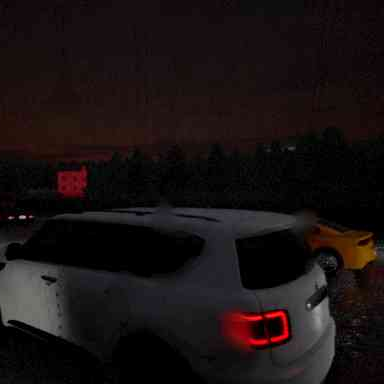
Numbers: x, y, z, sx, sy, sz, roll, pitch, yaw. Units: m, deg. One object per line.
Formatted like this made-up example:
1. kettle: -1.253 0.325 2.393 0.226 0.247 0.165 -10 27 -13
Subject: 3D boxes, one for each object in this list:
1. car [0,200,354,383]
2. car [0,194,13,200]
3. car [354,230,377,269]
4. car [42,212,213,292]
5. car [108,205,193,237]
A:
1. car: -0.991 1.224 4.700 5.566 2.045 2.150 0 0 35
2. car: -18.034 1.230 29.748 5.566 2.045 2.150 0 0 36
3. car: 2.954 1.478 10.483 5.008 1.535 1.882 0 0 35
4. car: -2.045 1.493 9.749 4.902 1.511 2.128 0 0 35
5. car: -2.392 1.528 18.579 4.674 1.442 1.812 0 0 35
